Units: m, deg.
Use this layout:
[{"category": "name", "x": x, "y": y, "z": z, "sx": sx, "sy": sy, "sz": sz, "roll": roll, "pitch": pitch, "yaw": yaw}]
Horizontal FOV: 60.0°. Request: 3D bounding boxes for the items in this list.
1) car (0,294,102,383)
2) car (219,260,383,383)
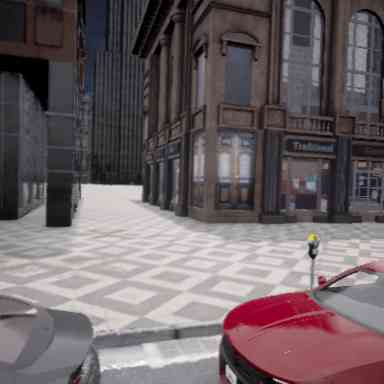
[{"category": "car", "x": -2.841, "y": 1.380, "z": 2.046, "sx": 4.403, "sy": 1.369, "sz": 2.008, "roll": 1, "pitch": 2, "yaw": -17}, {"category": "car", "x": 2.515, "y": 1.498, "z": 3.720, "sx": 4.507, "sy": 1.381, "sz": 1.887, "roll": 1, "pitch": 2, "yaw": -17}]
